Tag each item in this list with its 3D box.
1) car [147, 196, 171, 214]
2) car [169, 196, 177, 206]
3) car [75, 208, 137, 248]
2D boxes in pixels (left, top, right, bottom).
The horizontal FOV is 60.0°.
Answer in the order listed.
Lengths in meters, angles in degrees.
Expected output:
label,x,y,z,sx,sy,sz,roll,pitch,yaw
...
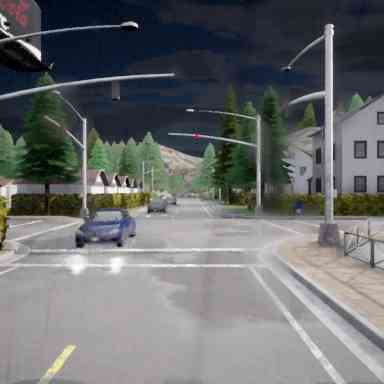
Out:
label,x,y,z,sx,sy,sz,roll,pitch,yaw
car,-3.601,1.505,35.148,1.837,1.490,4.892,0,0,0
car,-3.536,1.492,55.929,2.128,1.511,4.902,0,0,0
car,-3.624,1.472,14.705,1.812,1.442,4.674,-1,0,0
